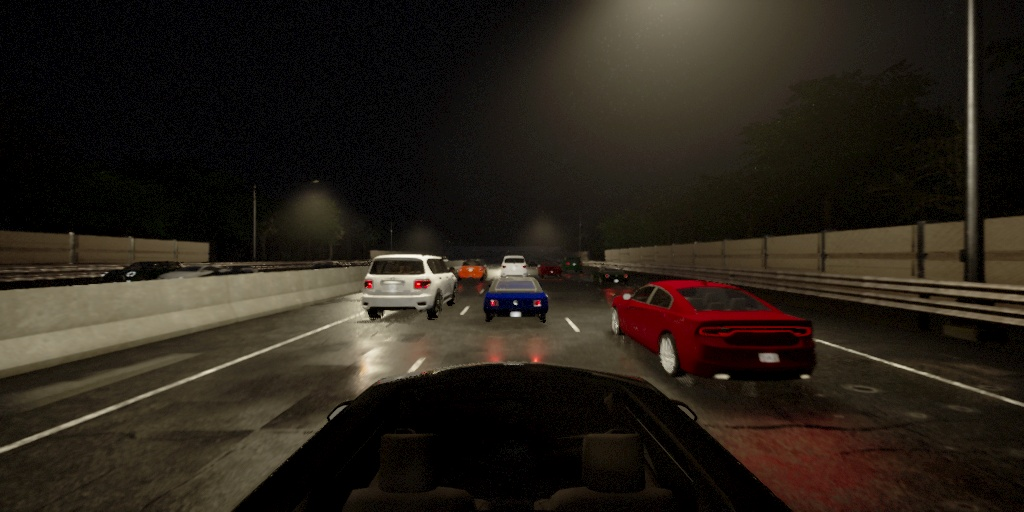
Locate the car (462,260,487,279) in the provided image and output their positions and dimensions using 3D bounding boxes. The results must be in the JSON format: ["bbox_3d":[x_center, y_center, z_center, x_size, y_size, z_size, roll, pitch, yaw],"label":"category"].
[{"bbox_3d":[-3.306,1.156,30.900,2.097,1.767,4.553,0,0,0],"label":"car"}]

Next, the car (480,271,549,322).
[{"bbox_3d":[0.114,1.364,12.324,1.895,1.301,4.718,0,0,0],"label":"car"}]

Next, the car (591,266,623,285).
[{"bbox_3d":[7.030,1.393,26.145,1.895,1.301,4.718,0,0,2],"label":"car"}]

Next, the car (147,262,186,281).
[{"bbox_3d":[-21.040,1.309,24.068,1.812,1.442,4.674,0,0,0],"label":"car"}]

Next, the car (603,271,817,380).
[{"bbox_3d":[3.505,1.235,7.355,1.882,1.535,5.008,0,0,0],"label":"car"}]

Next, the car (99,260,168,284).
[{"bbox_3d":[-24.396,1.139,24.012,2.097,1.767,4.553,0,-1,-2],"label":"car"}]

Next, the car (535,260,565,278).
[{"bbox_3d":[3.618,1.295,34.830,1.882,1.535,5.008,0,0,0],"label":"car"}]

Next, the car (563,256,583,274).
[{"bbox_3d":[7.281,1.072,44.369,2.150,2.045,5.566,0,0,1],"label":"car"}]

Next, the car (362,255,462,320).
[{"bbox_3d":[-3.384,0.984,12.868,2.150,2.045,5.566,0,0,0],"label":"car"}]

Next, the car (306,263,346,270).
[{"bbox_3d":[-14.024,1.296,26.974,1.837,1.490,4.892,0,0,0],"label":"car"}]

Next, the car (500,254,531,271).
[{"bbox_3d":[0.191,1.025,30.661,2.150,2.045,5.566,0,0,0],"label":"car"}]

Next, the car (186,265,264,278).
[{"bbox_3d":[-17.546,1.344,22.644,1.994,1.385,4.181,0,0,0],"label":"car"}]
